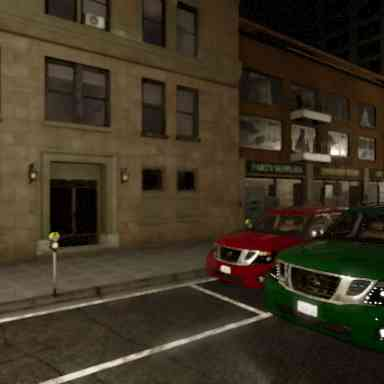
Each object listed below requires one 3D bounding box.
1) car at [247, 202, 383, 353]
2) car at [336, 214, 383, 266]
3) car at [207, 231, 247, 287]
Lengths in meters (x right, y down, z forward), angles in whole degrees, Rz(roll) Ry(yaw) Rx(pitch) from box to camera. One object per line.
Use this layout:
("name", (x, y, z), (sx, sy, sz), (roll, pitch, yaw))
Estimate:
("car", (3.822, 1.225, 6.088), (5.566, 2.045, 2.150), (0, 0, -35))
("car", (7.260, 1.557, 11.714), (4.403, 1.369, 2.008), (0, 0, -35))
("car", (2.761, 1.319, 8.505), (5.009, 1.841, 2.192), (0, 0, -35))
